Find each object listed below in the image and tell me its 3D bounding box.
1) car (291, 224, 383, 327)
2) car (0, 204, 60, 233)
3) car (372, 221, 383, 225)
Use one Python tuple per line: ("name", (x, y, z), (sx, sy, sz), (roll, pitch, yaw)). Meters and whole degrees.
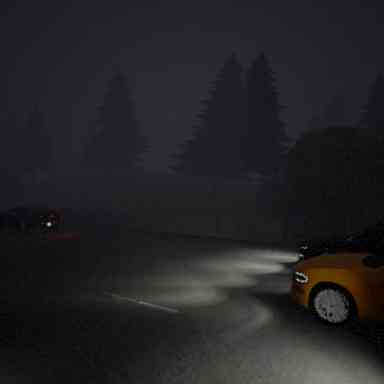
("car", (4.158, 1.478, 5.327), (5.008, 1.535, 1.882), (0, 0, 36))
("car", (-9.778, 1.507, 19.573), (4.892, 1.490, 1.837), (0, 0, 36))
("car", (5.355, 1.505, 8.772), (4.892, 1.490, 1.837), (0, 0, 36))
